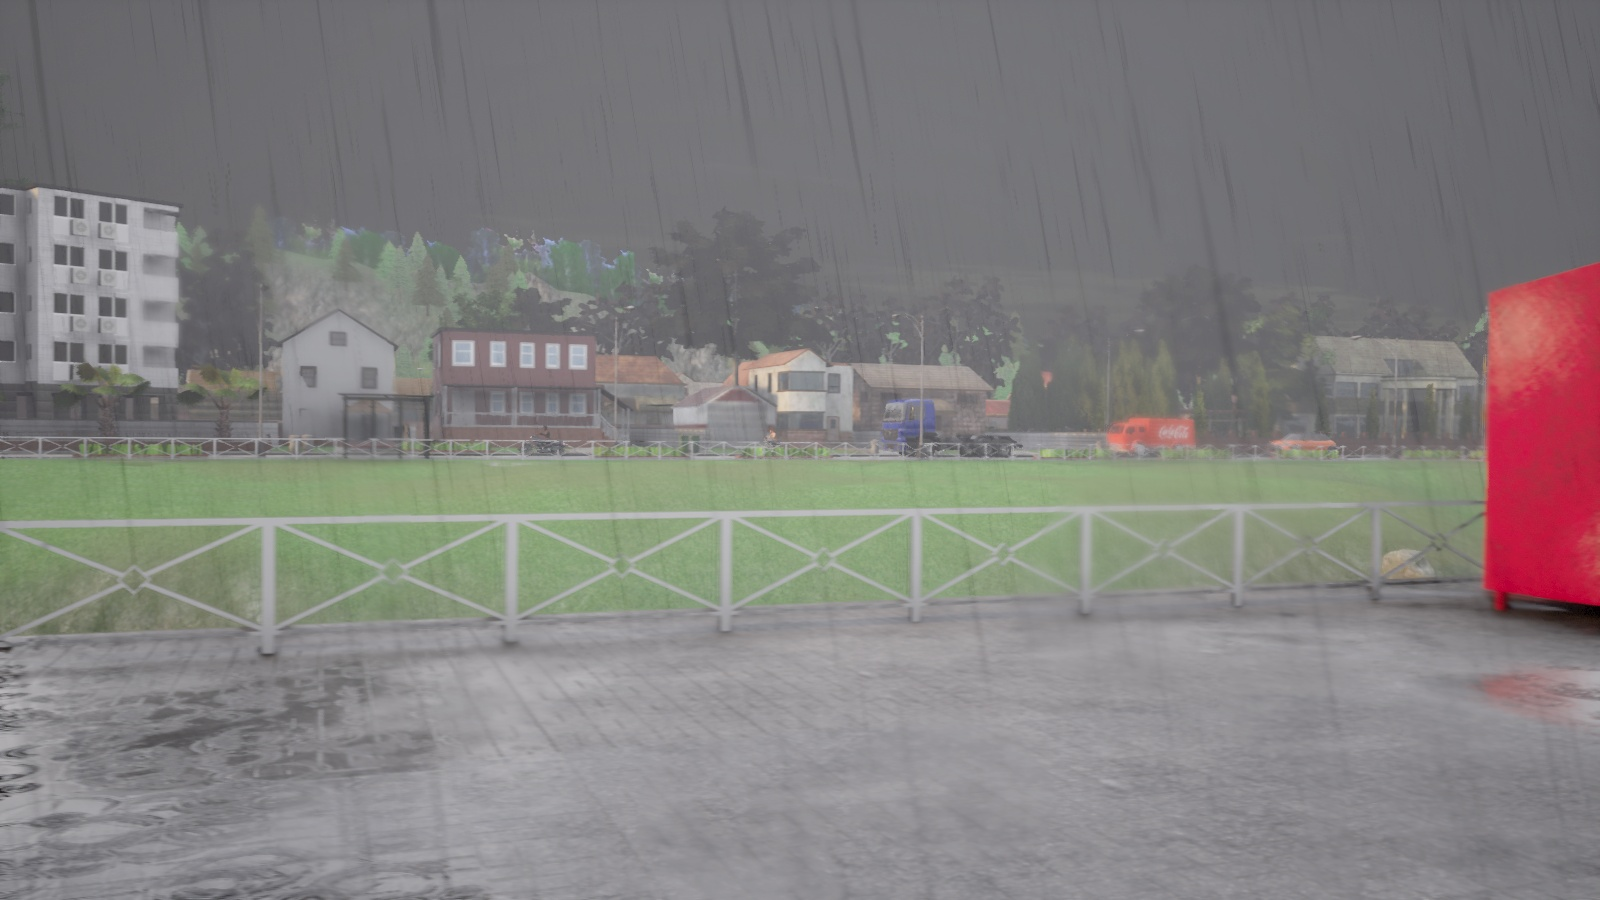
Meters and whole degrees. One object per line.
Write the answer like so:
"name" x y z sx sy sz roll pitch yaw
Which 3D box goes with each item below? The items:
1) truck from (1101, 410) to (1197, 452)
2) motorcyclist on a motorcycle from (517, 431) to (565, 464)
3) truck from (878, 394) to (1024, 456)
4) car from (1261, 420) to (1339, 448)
"truck" 21.679 -1.193 77.990 5.204 2.467 2.627 -1 1 -21
"motorcyclist on a motorcycle" -13.345 -0.160 64.707 2.350 1.649 0.766 -1 1 -21
"truck" 8.796 -1.469 73.096 7.936 3.462 2.891 -1 1 -21
"car" 32.721 -1.035 82.184 4.553 1.767 2.097 -1 1 -21
